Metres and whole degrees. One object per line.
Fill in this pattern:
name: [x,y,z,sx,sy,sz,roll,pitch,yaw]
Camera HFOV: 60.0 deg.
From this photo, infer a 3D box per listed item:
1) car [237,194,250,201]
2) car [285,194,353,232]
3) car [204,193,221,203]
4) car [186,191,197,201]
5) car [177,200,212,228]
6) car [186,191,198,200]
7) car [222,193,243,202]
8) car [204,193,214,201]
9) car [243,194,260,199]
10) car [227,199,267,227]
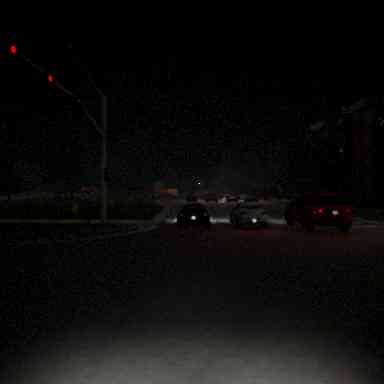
car: [10.453,1.110,68.246,1.895,1.301,4.718,0,0,0]
car: [7.089,1.098,19.158,2.150,2.045,5.566,0,0,0]
car: [3.460,0.981,58.179,2.097,1.767,4.553,0,0,0]
car: [-0.047,0.754,68.236,2.150,2.045,5.566,0,0,0]
car: [0.087,1.430,20.946,1.994,1.385,4.181,0,0,0]
car: [-0.040,1.109,57.791,1.882,1.535,5.008,0,0,0]
car: [6.960,1.123,57.796,2.128,1.511,4.902,0,0,0]
car: [3.453,1.013,68.211,1.882,1.535,5.008,0,0,0]
car: [10.460,1.229,58.246,1.895,1.301,4.718,0,0,0]
car: [3.573,1.388,21.407,1.812,1.442,4.674,0,0,0]
